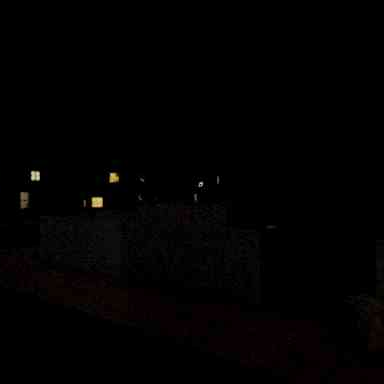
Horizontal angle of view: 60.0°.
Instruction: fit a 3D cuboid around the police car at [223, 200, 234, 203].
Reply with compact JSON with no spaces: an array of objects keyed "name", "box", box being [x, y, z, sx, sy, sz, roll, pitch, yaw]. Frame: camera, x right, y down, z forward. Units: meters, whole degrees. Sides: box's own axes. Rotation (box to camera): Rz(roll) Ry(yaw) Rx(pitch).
[{"name":"police car","box":[4.625,1.806,41.464,2.038,1.542,4.974,-1,-1,34]}]
